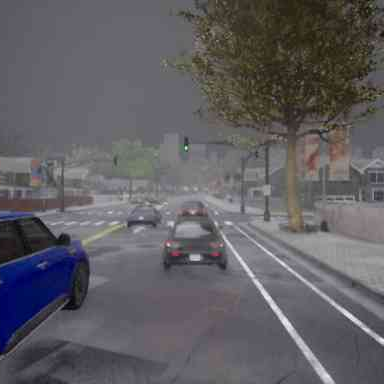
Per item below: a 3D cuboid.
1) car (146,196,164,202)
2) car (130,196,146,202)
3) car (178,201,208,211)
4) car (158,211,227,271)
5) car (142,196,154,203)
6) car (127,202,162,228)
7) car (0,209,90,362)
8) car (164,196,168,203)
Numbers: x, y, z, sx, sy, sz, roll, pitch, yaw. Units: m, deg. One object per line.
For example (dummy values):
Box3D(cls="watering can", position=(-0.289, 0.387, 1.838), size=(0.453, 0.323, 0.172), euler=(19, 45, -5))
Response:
Box3D(cls="car", position=(-6.575, 1.690, 59.647), size=(1.895, 1.301, 4.718), euler=(0, 0, 1))
Box3D(cls="car", position=(-9.824, 1.441, 59.759), size=(2.097, 1.767, 4.553), euler=(0, 0, 0))
Box3D(cls="car", position=(0.074, 1.401, 24.012), size=(2.097, 1.767, 4.553), euler=(0, 0, 0))
Box3D(cls="car", position=(0.090, 1.550, 10.937), size=(1.812, 1.442, 4.674), euler=(0, 0, 0))
Box3D(cls="car", position=(-9.787, 1.633, 75.088), size=(2.033, 1.411, 5.357), euler=(0, 0, 0))
Box3D(cls="car", position=(-3.176, 1.611, 22.858), size=(1.994, 1.385, 4.181), euler=(0, 0, 0))
Box3D(cls="car", position=(-3.168, 1.235, 4.623), size=(2.150, 2.045, 5.566), euler=(0, 0, -1))
Box3D(cls="car", position=(-6.537, 1.594, 75.052), size=(1.837, 1.490, 4.892), euler=(0, 0, 0))
